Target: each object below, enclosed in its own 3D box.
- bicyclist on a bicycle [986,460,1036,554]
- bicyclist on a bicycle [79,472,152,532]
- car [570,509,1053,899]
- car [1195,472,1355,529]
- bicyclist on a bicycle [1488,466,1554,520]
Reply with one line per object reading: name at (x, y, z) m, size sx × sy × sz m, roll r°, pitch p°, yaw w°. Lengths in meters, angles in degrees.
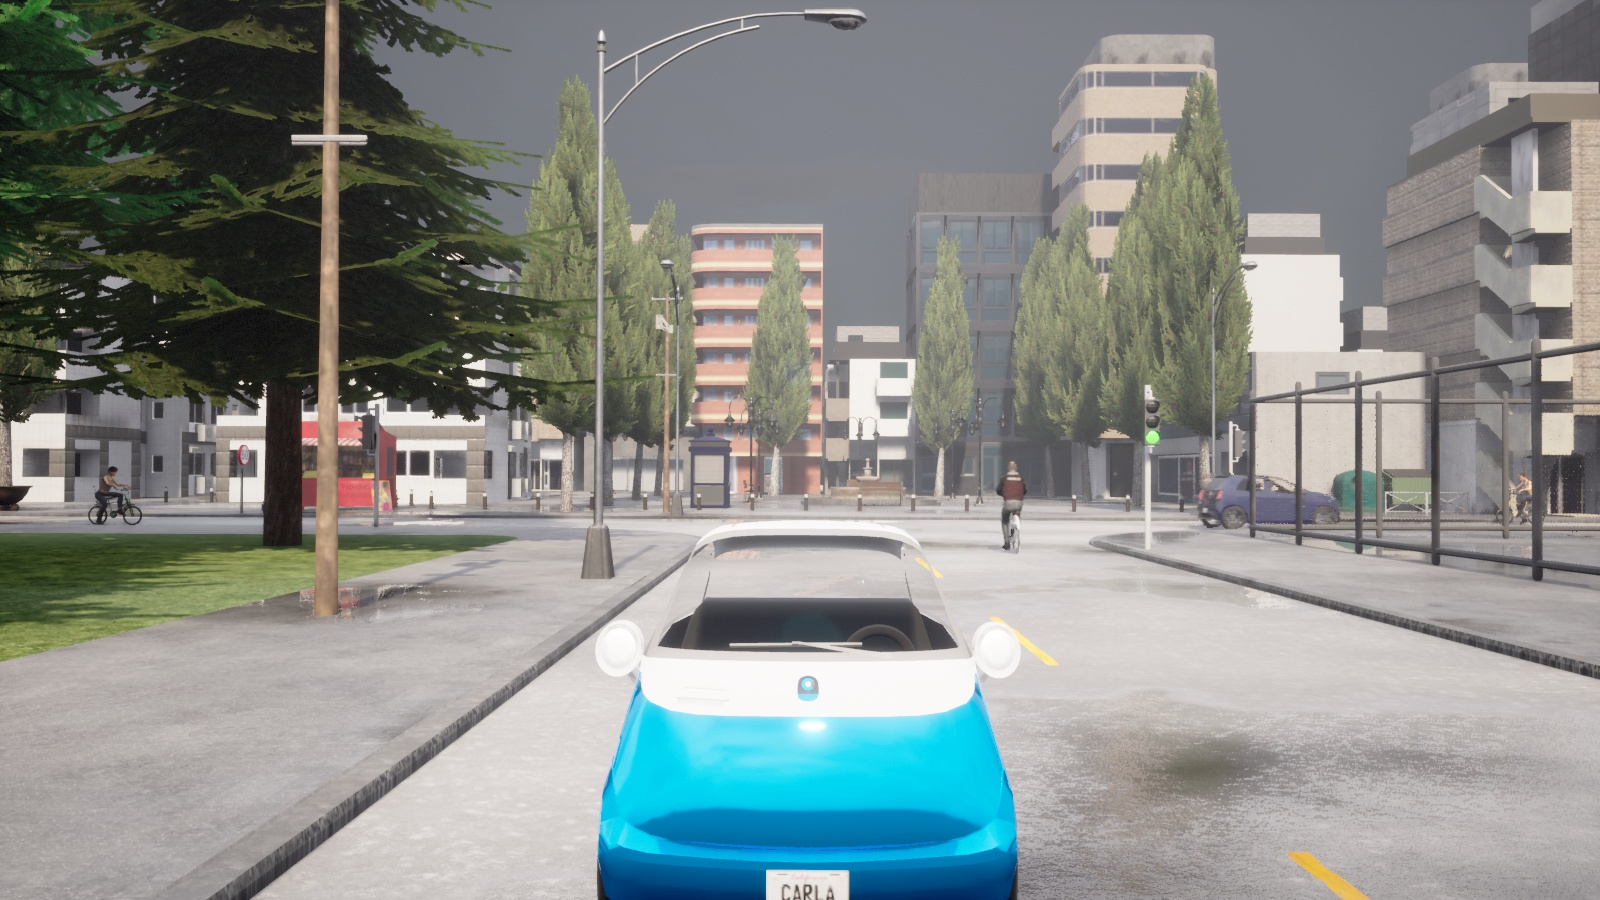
bicyclist on a bicycle at (4.115, 1.080, 24.573) m, size 0.659 × 1.776 × 1.843 m, roll 0°, pitch -1°, yaw 0°
bicyclist on a bicycle at (-18.738, 1.402, 34.391) m, size 1.509 × 1.612 × 0.866 m, roll 0°, pitch -1°, yaw 1°
car at (0.037, 0.953, 4.965) m, size 1.481 × 1.376 × 2.207 m, roll 0°, pitch -1°, yaw 0°
car at (12.909, 1.351, 34.264) m, size 3.633 × 1.501 × 1.845 m, roll 0°, pitch -1°, yaw -3°
bicyclist on a bicycle at (21.948, 1.304, 38.248) m, size 1.509 × 1.612 × 0.866 m, roll 0°, pitch -1°, yaw 0°
